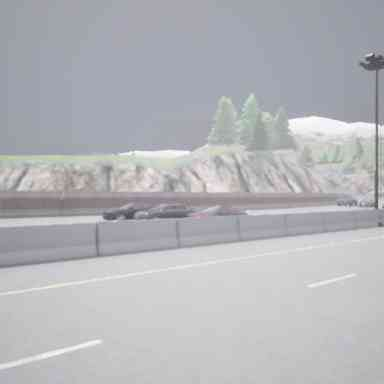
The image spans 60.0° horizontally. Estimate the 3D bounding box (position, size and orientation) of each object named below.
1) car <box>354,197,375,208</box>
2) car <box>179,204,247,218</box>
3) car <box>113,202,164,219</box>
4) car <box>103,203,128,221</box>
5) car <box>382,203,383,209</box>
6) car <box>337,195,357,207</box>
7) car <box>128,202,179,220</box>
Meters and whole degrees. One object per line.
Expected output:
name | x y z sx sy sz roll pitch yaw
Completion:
car | 28.745 1.813 54.228 2.128 1.511 4.902 0 0 43
car | 1.736 1.608 22.428 4.674 1.442 1.812 0 0 -36
car | -4.869 1.642 30.618 4.181 1.385 1.994 0 0 -36
car | -4.572 1.543 26.526 5.008 1.535 1.882 0 0 -36
car | 30.999 1.923 51.507 1.895 1.301 4.718 0 0 43
car | 26.942 1.548 57.430 2.150 2.045 5.566 0 0 42
car | -1.832 1.576 24.183 4.892 1.490 1.837 0 0 -36
